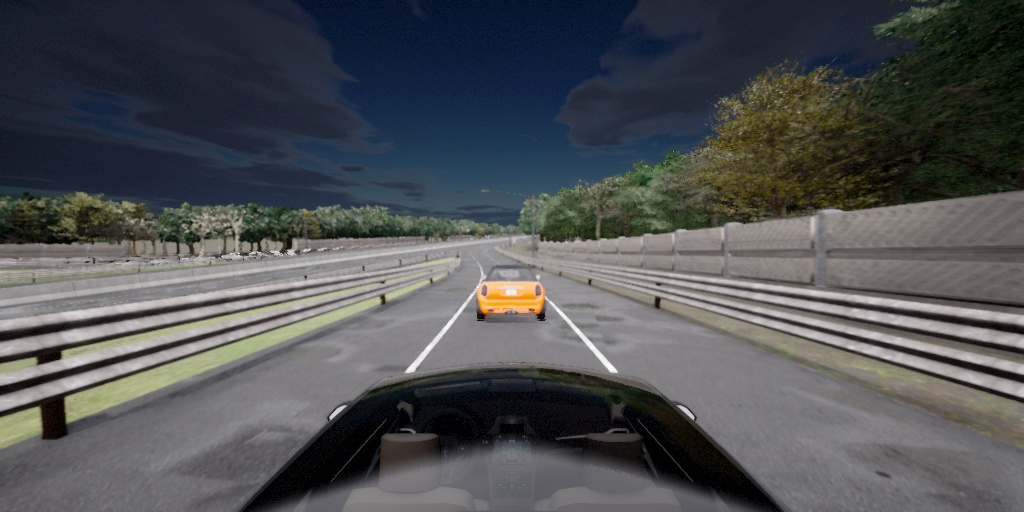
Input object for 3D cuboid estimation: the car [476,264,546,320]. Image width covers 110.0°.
[{"bbox_3d":[-0.046,1.054,12.497,2.097,1.767,4.553,0,0,-1],"label":"car"}]
